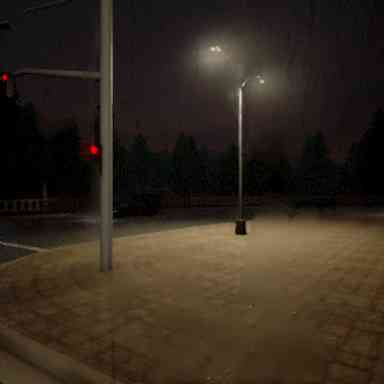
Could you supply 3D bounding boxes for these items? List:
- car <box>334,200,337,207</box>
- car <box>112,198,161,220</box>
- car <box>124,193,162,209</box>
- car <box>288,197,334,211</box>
[{"bbox_3d":[16.801,1.451,44.226,4.892,1.490,1.837,0,0,-11],"label":"car"},{"bbox_3d":[-5.143,1.468,27.832,1.812,1.442,4.674,0,0,42],"label":"car"},{"bbox_3d":[-5.479,1.163,32.678,5.566,2.045,2.150,0,0,-44],"label":"car"},{"bbox_3d":[13.949,1.422,39.951,5.008,1.535,1.882,0,0,-15],"label":"car"}]
